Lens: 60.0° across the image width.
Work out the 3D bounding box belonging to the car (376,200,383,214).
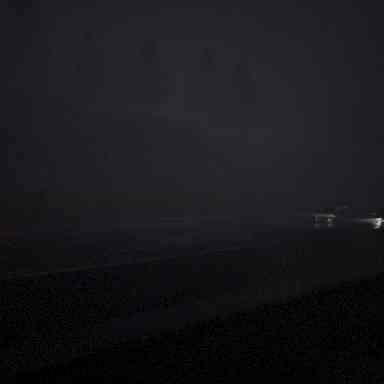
[{"bbox_3d":[22.732,1.603,36.669,5.357,1.411,2.033,0,0,-34],"label":"car"}]

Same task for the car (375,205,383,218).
[{"bbox_3d":[17.945,1.608,29.178,4.181,1.385,1.994,0,0,-34],"label":"car"}]

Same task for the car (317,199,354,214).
[{"bbox_3d":[15.537,1.553,35.996,4.892,1.490,1.837,1,0,-34],"label":"car"}]
